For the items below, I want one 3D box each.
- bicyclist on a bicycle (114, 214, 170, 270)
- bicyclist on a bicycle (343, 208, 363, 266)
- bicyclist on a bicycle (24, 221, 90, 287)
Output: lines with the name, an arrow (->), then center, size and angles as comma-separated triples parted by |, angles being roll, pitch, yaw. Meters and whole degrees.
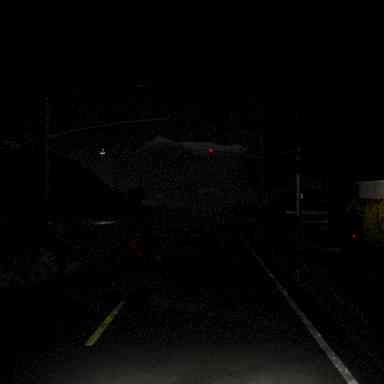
bicyclist on a bicycle -> -1.452, 1.453, 9.566 | 1.656, 1.620, 0.582 | -2, 0, 5
bicyclist on a bicycle -> 4.782, 1.302, 9.863 | 0.582, 1.620, 1.656 | 0, -2, 19
bicyclist on a bicycle -> -3.363, 1.530, 8.201 | 1.656, 1.620, 0.582 | -4, 1, 0
